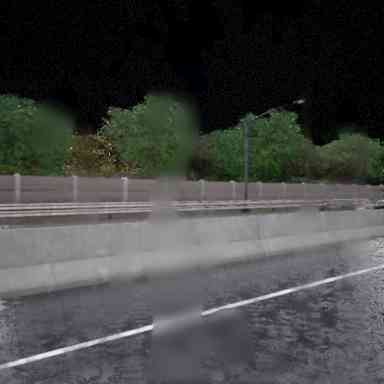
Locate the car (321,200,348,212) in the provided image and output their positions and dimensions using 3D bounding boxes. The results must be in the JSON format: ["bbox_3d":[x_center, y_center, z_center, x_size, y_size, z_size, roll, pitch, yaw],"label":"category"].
[{"bbox_3d":[16.783,1.638,37.464,5.357,1.411,2.033,0,0,-35],"label":"car"}]

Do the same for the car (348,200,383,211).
[{"bbox_3d":[18.889,1.582,34.663,4.902,1.511,2.128,0,0,-35],"label":"car"}]
